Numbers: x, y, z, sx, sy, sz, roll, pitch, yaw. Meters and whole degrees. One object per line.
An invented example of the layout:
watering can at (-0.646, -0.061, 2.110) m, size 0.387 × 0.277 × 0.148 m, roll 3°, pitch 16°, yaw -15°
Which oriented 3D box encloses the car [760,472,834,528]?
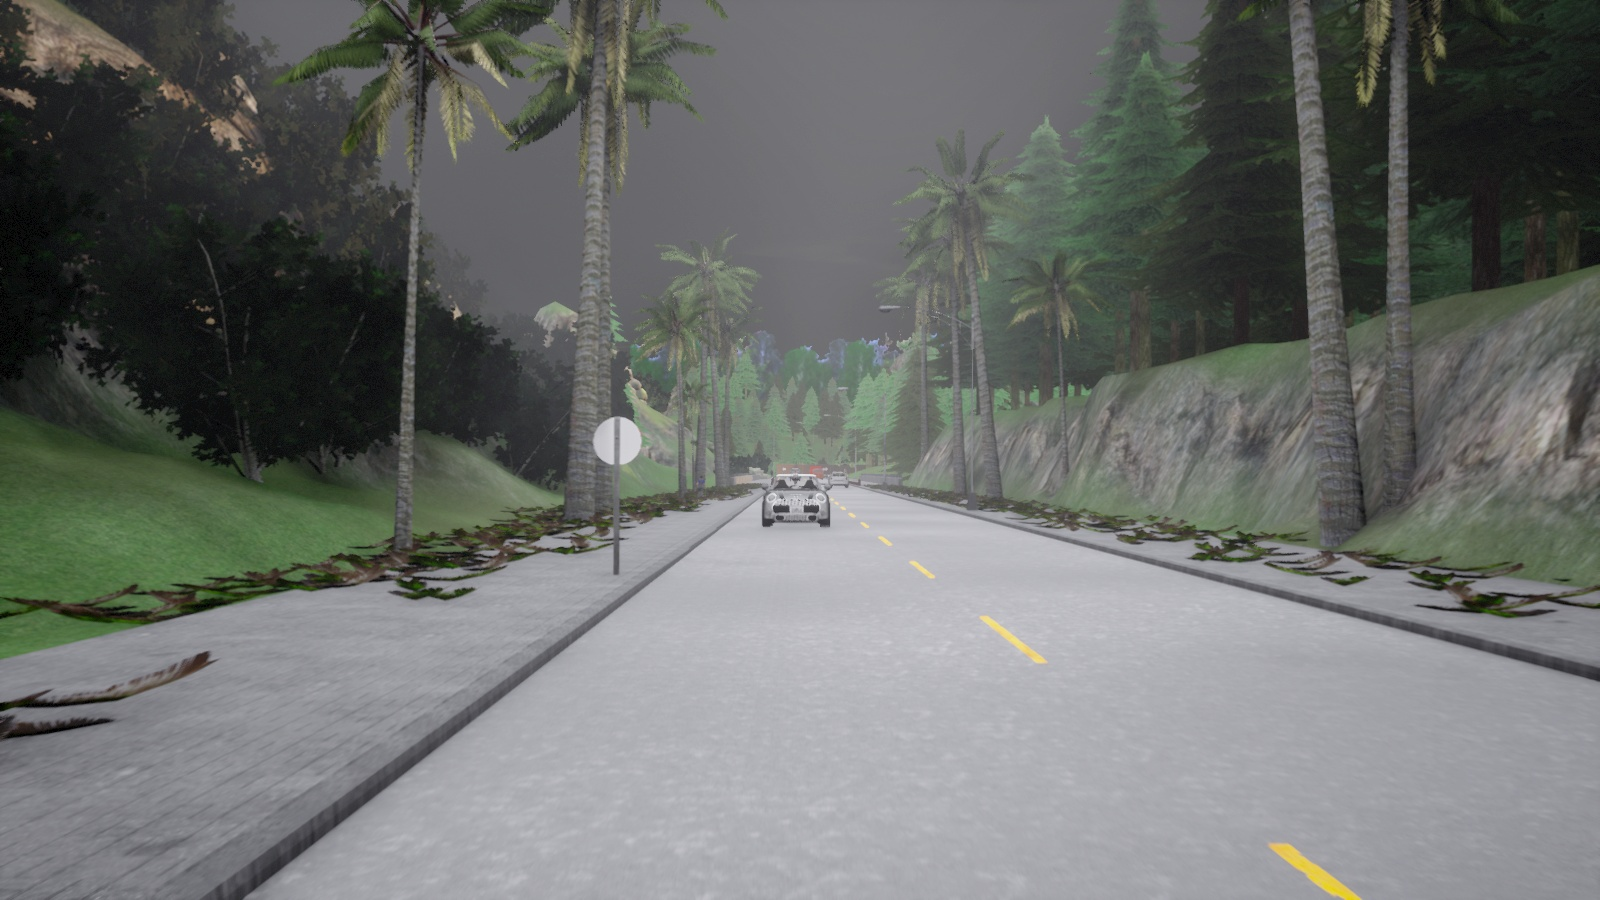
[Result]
car at (-0.096, 1.376, 35.452) m, size 1.970 × 1.475 × 3.806 m, roll 0°, pitch -1°, yaw 0°
